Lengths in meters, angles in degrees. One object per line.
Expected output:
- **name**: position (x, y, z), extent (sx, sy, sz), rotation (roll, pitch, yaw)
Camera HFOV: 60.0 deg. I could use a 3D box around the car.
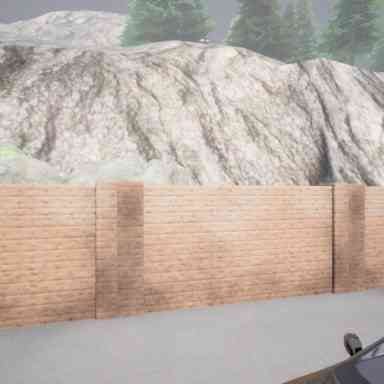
- **car**: position (2.207, 1.492, 1.887), extent (4.902, 1.511, 2.128), rotation (0, 0, -18)
